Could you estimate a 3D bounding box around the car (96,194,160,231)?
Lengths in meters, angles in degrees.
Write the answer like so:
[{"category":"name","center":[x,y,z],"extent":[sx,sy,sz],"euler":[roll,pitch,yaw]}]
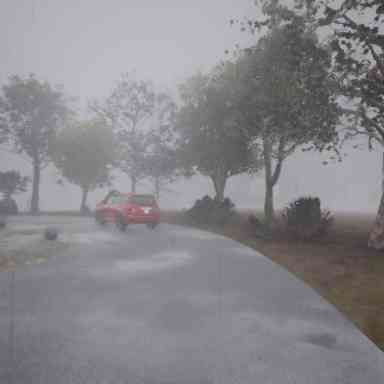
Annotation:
[{"category":"car","center":[-3.999,1.132,20.228],"extent":[2.150,2.045,5.566],"euler":[1,0,-35]}]
